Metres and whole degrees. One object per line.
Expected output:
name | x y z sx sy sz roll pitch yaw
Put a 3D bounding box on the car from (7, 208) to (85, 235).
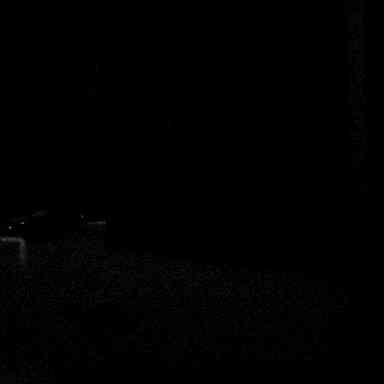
car | -8.996 1.769 20.889 1.812 1.442 4.674 -1 -1 36
